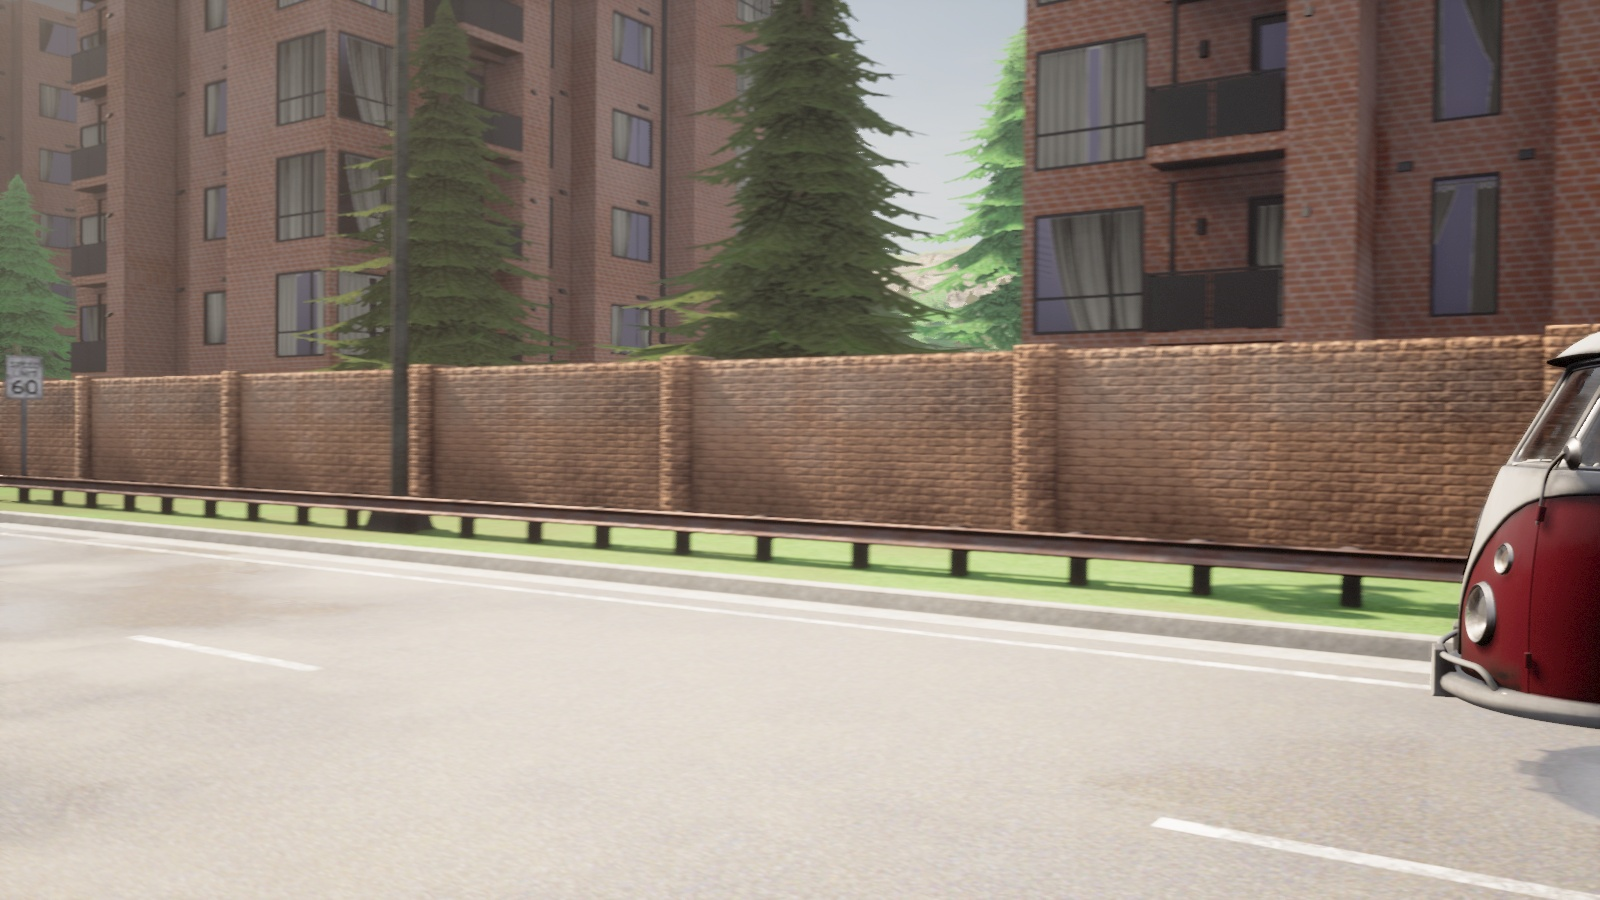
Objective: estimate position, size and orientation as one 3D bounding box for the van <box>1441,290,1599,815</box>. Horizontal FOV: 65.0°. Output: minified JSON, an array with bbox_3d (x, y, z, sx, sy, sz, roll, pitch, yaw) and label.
[{"bbox_3d":[4.918,0.377,4.553,4.442,1.987,1.775,0,1,34],"label":"van"}]
